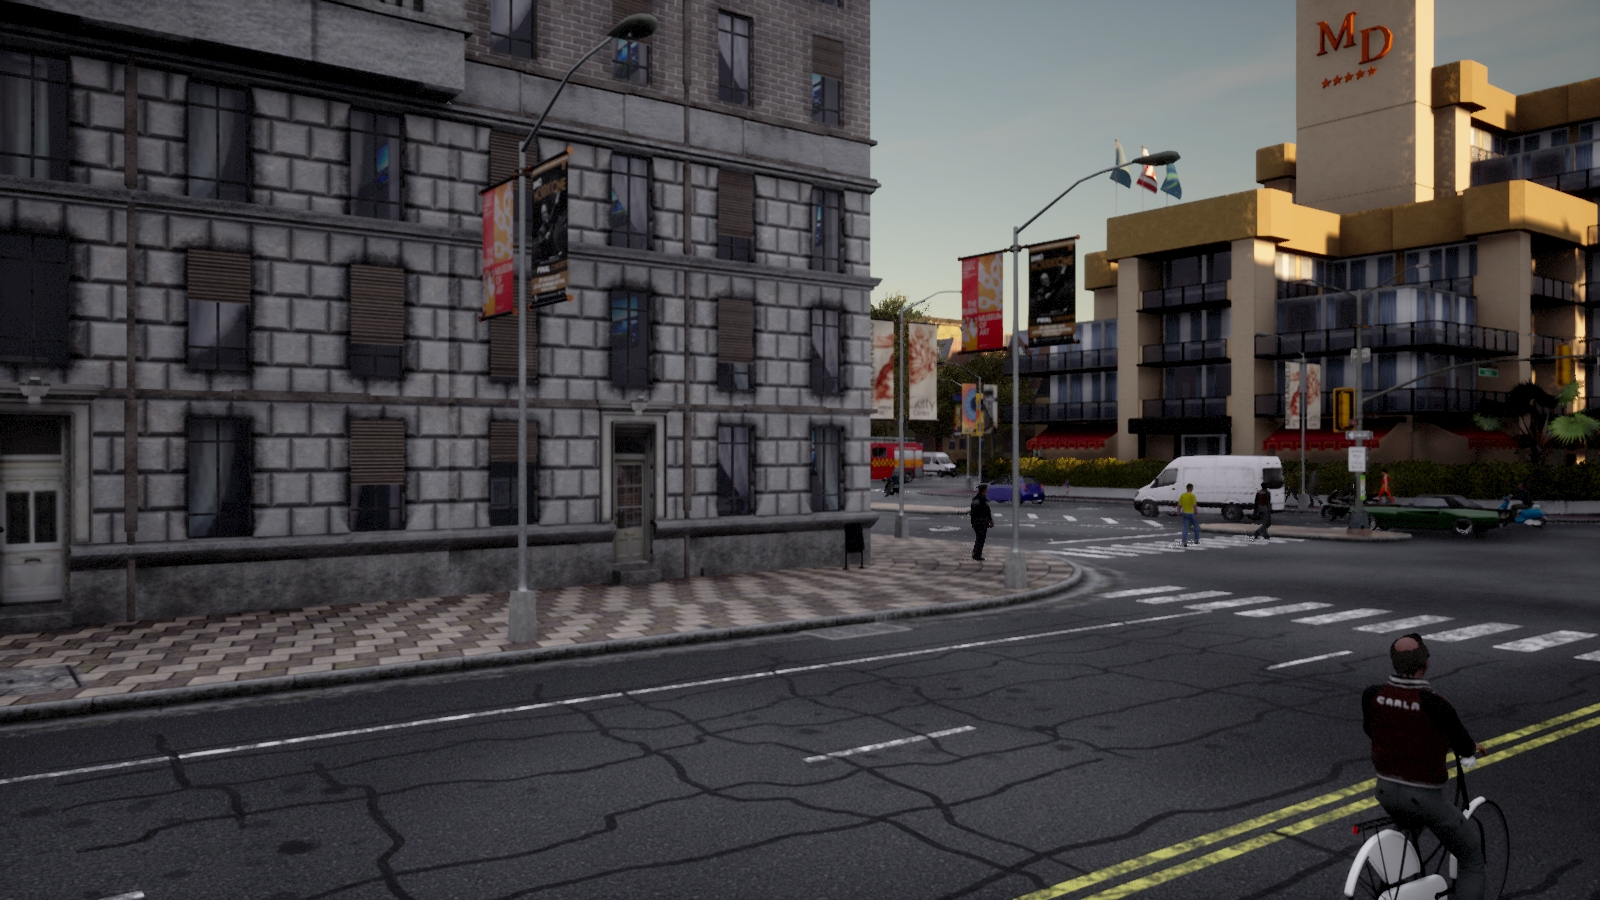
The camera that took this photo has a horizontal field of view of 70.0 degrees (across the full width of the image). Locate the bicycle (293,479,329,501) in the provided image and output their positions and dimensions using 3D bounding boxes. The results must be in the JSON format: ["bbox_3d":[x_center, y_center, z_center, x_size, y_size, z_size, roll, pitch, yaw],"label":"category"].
[{"bbox_3d":[-27.366,2.236,63.920,1.835,1.171,0.329,-1,-7,3],"label":"bicycle"}]

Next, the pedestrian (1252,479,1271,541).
[{"bbox_3d":[14.201,1.836,35.150,0.375,1.860,0.375,0,0,-31],"label":"pedestrian"}]

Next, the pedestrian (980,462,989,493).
[{"bbox_3d":[11.123,1.678,68.994,0.375,1.860,0.375,0,0,-24],"label":"pedestrian"}]

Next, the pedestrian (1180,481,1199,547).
[{"bbox_3d":[11.155,1.838,32.738,0.375,1.860,0.375,0,0,-43],"label":"pedestrian"}]

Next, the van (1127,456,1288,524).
[{"bbox_3d":[16.289,1.518,45.951,1.988,2.561,5.915,0,0,-40],"label":"van"}]

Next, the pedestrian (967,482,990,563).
[{"bbox_3d":[4.195,1.688,26.801,0.375,1.860,0.375,0,0,-38],"label":"pedestrian"}]

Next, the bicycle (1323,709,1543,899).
[{"bbox_3d":[3.626,2.207,6.476,1.835,1.171,0.329,0,0,-35],"label":"bicycle"}]

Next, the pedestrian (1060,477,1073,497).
[{"bbox_3d":[14.885,2.056,63.900,0.500,1.100,0.500,0,0,-37],"label":"pedestrian"}]

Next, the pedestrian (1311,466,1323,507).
[{"bbox_3d":[23.773,1.676,52.563,0.375,1.860,0.375,0,0,-37],"label":"pedestrian"}]

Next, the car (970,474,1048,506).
[{"bbox_3d":[10.575,2.020,57.992,1.845,1.501,3.633,0,0,-37],"label":"car"}]

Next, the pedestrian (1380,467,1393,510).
[{"bbox_3d":[25.689,1.676,50.018,0.375,1.860,0.375,0,0,-37],"label":"pedestrian"}]

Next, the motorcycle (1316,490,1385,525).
[{"bbox_3d":[21.182,2.188,43.982,0.867,1.251,2.209,1,-1,-44],"label":"motorcycle"}]

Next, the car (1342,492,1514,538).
[{"bbox_3d":[21.022,2.139,38.360,4.718,1.301,1.895,0,0,44],"label":"car"}]

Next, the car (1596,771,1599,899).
[{"bbox_3d":[4.999,1.751,3.273,6.274,2.098,2.390,0,0,-34],"label":"car"}]

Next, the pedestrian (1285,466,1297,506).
[{"bbox_3d":[22.827,1.678,53.072,0.375,1.860,0.375,0,0,-37],"label":"pedestrian"}]
